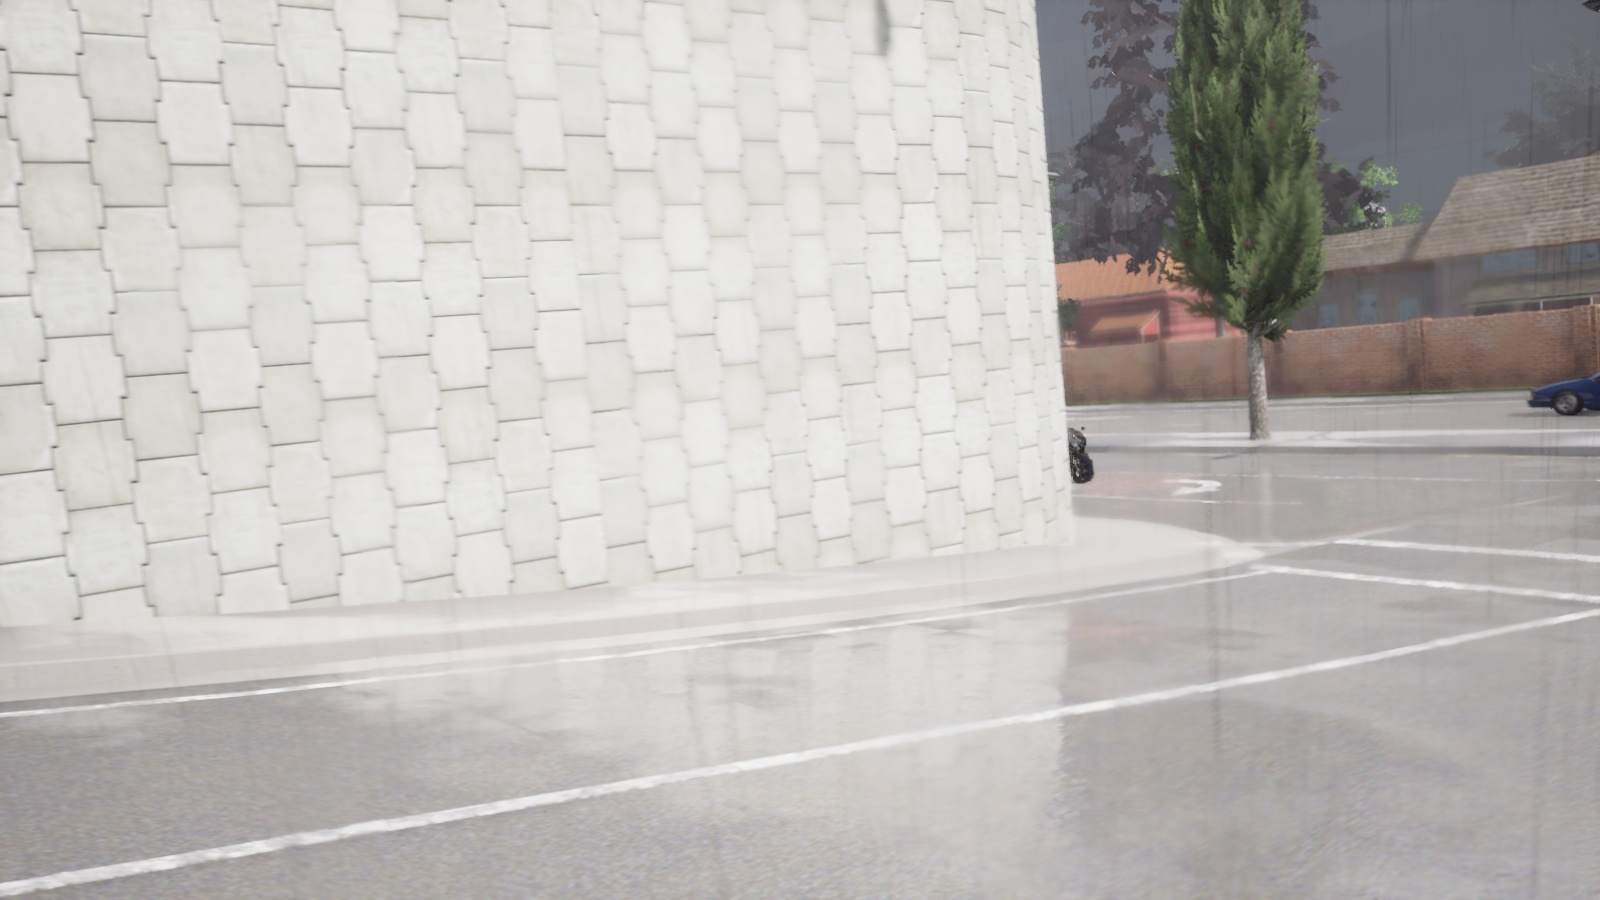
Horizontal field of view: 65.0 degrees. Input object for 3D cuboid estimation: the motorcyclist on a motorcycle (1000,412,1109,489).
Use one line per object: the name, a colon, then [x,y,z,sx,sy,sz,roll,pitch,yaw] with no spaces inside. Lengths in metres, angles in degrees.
motorcyclist on a motorcycle: [5.489,0.005,27.221,0.866,1.530,2.191,-8,5,-36]

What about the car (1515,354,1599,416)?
car: [21.054,-1.695,31.149,2.033,1.411,5.357,-8,5,-36]
